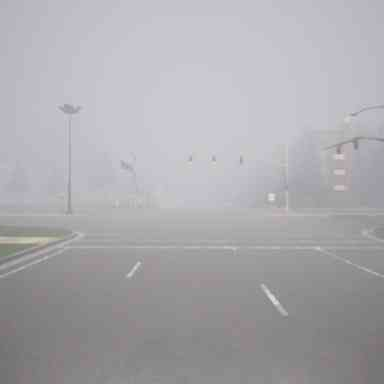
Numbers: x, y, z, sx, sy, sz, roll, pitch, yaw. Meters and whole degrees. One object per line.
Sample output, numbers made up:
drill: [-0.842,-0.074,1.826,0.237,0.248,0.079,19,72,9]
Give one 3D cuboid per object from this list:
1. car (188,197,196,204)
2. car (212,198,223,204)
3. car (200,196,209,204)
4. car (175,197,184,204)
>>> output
car: [0.020,2.359,88.837,1.994,1.385,4.181,0,-1,0]
car: [7.020,2.391,88.483,1.895,1.301,4.718,0,-1,0]
car: [3.520,2.348,88.453,1.994,1.385,4.181,0,-1,0]
car: [-3.480,2.162,88.842,2.097,1.767,4.553,0,-1,0]
